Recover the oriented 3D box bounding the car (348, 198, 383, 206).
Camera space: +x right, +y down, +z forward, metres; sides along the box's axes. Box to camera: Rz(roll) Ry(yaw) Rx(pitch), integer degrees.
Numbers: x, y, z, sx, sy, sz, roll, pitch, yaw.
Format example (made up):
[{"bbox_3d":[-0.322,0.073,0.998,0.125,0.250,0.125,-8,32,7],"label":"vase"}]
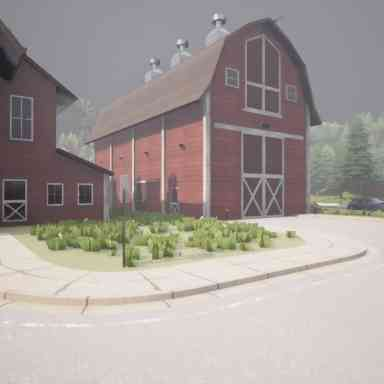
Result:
[{"bbox_3d":[19.009,1.397,35.344,2.097,1.767,4.553,0,0,-34],"label":"car"}]
